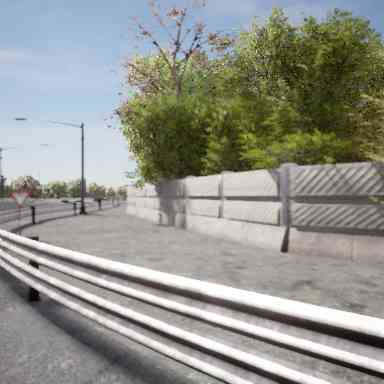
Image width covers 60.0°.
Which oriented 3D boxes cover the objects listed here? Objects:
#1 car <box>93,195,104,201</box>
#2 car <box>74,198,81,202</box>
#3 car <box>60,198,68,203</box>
[{"bbox_3d":[-23.758,1.780,84.482,2.150,2.045,5.566,0,0,-7],"label":"car"},{"bbox_3d":[-28.706,2.174,84.262,1.895,1.301,4.718,0,0,-23],"label":"car"},{"bbox_3d":[-31.998,2.183,83.075,1.895,1.301,4.718,0,0,-23],"label":"car"}]
